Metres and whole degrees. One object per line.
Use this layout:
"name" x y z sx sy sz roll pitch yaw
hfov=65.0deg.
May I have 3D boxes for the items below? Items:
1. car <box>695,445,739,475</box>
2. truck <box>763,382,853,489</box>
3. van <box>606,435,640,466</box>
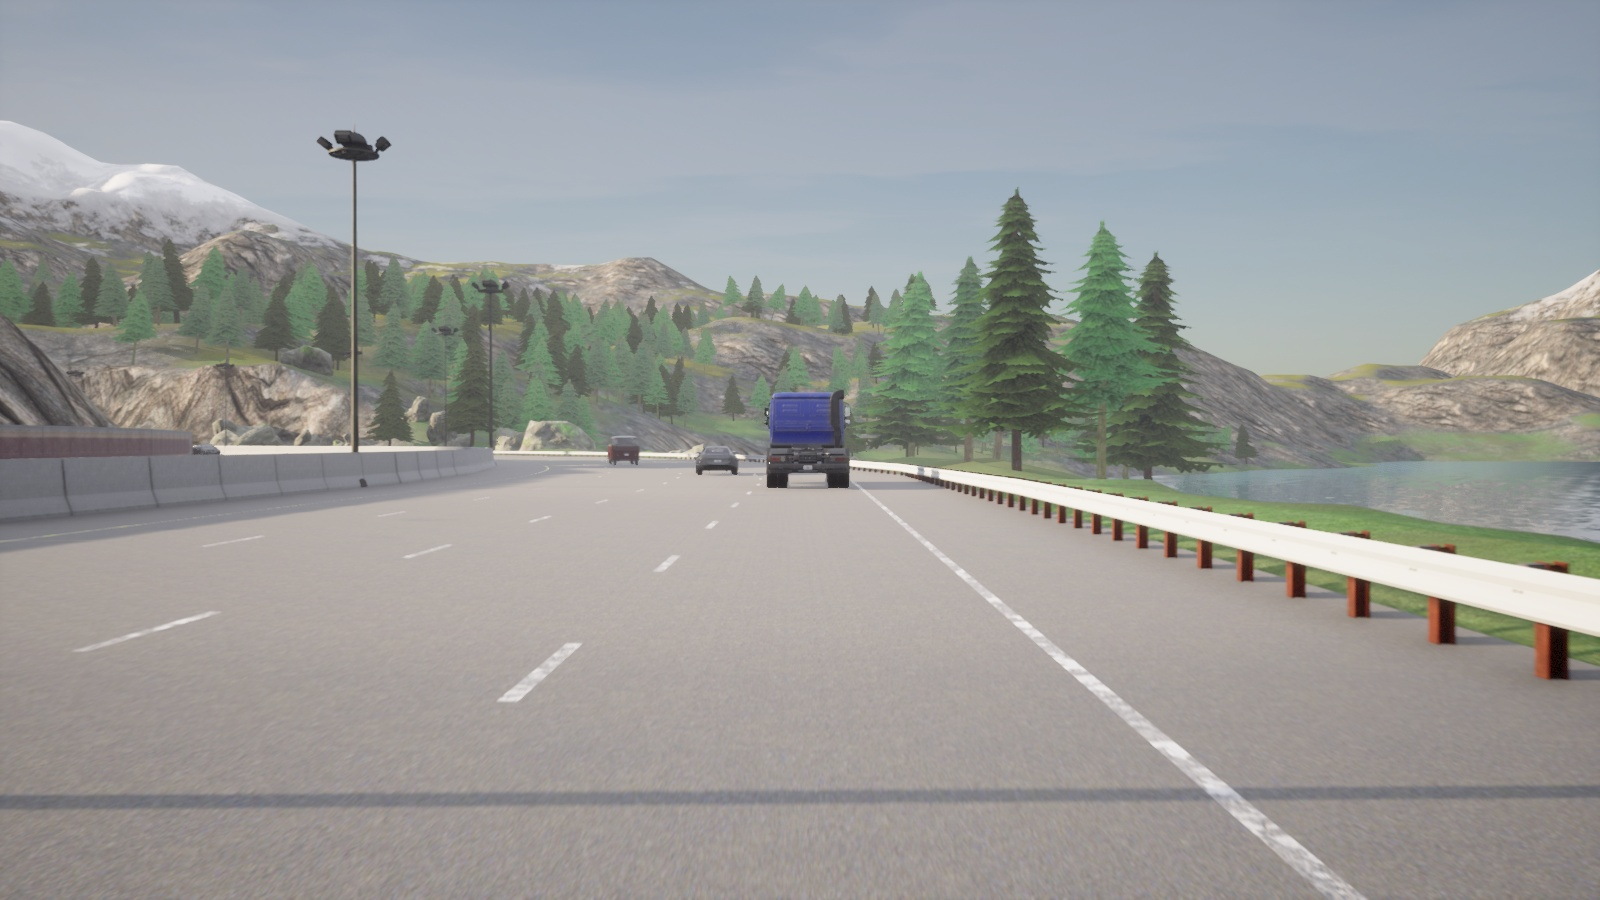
"car" -4.059 0.465 60.750 1.994 1.385 4.181 0 0 -6
"truck" 0.251 -0.486 44.536 2.891 3.462 7.936 0 0 0
"van" -11.964 0.012 84.677 1.775 1.987 4.442 0 0 -15
